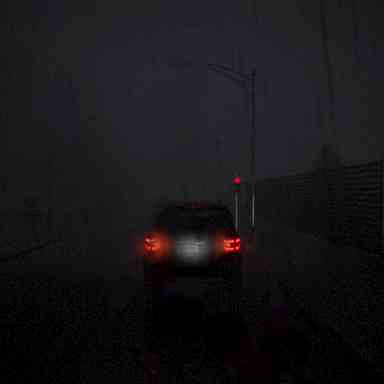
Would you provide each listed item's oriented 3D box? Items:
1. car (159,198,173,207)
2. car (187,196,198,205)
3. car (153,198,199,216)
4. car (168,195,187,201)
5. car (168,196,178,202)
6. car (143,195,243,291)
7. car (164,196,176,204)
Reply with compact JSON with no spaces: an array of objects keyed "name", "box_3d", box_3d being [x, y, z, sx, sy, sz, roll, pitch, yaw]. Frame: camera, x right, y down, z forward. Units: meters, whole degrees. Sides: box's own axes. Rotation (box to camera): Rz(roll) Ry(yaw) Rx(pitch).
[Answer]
[{"name":"car","box_3d":[-4.147,1.600,53.565,1.895,1.301,4.718,0,0,0]},{"name":"car","box_3d":[0.042,1.524,58.644,1.812,1.442,4.674,0,0,0]},{"name":"car","box_3d":[-1.524,1.477,33.794,1.882,1.535,5.008,1,1,36]},{"name":"car","box_3d":[-3.905,1.476,87.285,5.008,1.535,1.882,0,0,40]},{"name":"car","box_3d":[-4.074,1.551,73.313,1.994,1.385,4.181,0,0,0]},{"name":"car","box_3d":[0.034,1.221,9.132,2.150,2.045,5.566,0,0,0]},{"name":"car","box_3d":[-4.117,1.546,63.327,2.033,1.411,5.357,0,0,0]}]
